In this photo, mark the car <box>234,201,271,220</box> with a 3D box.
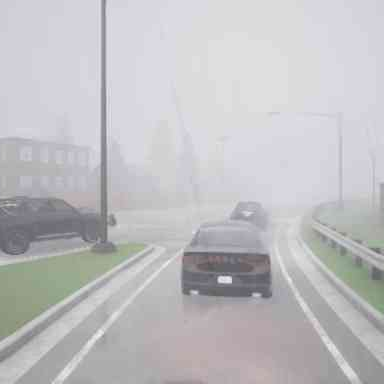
[{"bbox_3d":[3.761,1.308,20.803,2.097,1.767,4.553,0,0,17],"label":"car"}]

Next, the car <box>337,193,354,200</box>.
[{"bbox_3d":[37.170,1.383,80.300,1.994,1.385,4.181,0,0,33],"label":"car"}]

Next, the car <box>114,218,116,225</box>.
[{"bbox_3d":[-6.443,1.525,19.252,1.994,1.385,4.181,0,0,33],"label":"car"}]

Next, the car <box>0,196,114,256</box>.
[{"bbox_3d":[-6.089,1.193,13.369,2.150,2.045,5.566,0,0,33],"label":"car"}]

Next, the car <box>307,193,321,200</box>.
[{"bbox_3d":[31.087,1.303,83.784,1.882,1.535,5.008,0,0,33],"label":"car"}]

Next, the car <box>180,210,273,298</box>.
[{"bbox_3d":[0.923,1.460,8.570,1.882,1.535,5.008,0,0,7],"label":"car"}]

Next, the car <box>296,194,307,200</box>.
[{"bbox_3d":[28.150,1.346,85.688,2.128,1.511,4.902,0,0,33],"label":"car"}]

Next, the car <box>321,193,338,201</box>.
[{"bbox_3d":[34.025,1.354,81.881,2.128,1.511,4.902,0,0,33],"label":"car"}]

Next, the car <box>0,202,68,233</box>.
[{"bbox_3d":[-10.139,1.466,19.985,1.837,1.490,4.892,0,1,33],"label":"car"}]
